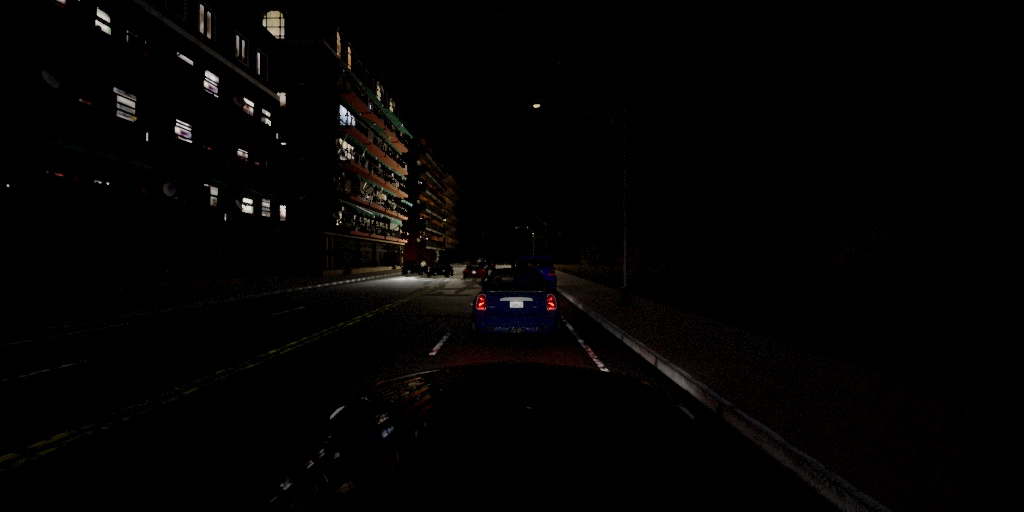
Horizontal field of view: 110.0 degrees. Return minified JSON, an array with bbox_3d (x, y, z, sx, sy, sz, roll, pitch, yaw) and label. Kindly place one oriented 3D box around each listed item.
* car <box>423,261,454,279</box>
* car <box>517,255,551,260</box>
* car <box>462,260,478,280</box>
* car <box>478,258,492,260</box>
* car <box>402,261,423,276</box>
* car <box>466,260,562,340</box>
[{"bbox_3d":[-6.596,1.278,33.368,1.812,1.442,4.674,0,0,0],"label":"car"},{"bbox_3d":[1.139,0.977,19.683,2.150,2.045,5.566,0,0,0],"label":"car"},{"bbox_3d":[-3.146,1.315,31.762,1.994,1.385,4.181,0,0,0],"label":"car"},{"bbox_3d":[-3.143,1.104,45.379,2.097,1.767,4.553,0,0,-1],"label":"car"},{"bbox_3d":[-9.846,1.243,36.776,2.128,1.511,4.902,0,0,0],"label":"car"},{"bbox_3d":[0.098,1.103,10.109,2.097,1.767,4.553,0,0,0],"label":"car"}]
